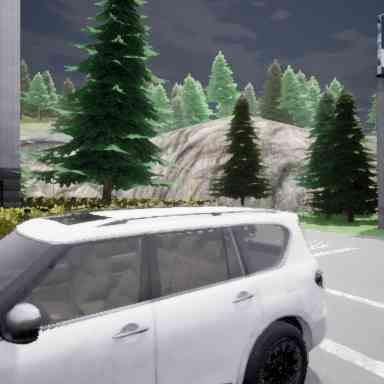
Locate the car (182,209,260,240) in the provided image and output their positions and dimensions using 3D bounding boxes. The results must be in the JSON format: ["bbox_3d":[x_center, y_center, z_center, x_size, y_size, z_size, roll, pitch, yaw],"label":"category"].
[{"bbox_3d":[1.548,1.741,18.931,1.994,1.385,4.181,0,0,-41],"label":"car"}]

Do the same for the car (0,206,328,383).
[{"bbox_3d":[-0.953,1.218,3.313,5.566,2.045,2.150,0,0,-35],"label":"car"}]
